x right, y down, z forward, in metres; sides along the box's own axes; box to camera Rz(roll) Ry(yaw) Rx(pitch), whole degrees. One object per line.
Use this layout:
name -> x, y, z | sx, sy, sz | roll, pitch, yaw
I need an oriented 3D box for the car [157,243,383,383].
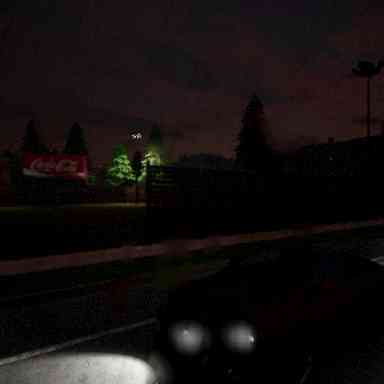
car -> 1.557, 1.548, 5.161 | 4.181, 1.385, 1.994 | 0, 0, -37
